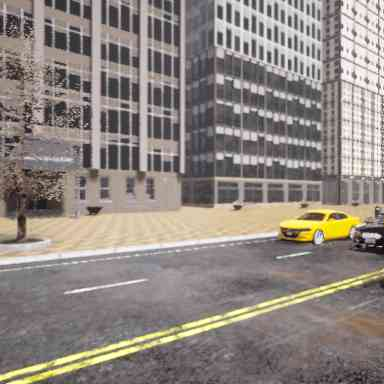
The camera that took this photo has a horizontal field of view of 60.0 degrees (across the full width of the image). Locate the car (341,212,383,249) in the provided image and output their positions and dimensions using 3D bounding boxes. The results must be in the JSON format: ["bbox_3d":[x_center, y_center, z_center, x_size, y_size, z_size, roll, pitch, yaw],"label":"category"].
[{"bbox_3d":[8.798,1.639,14.240,4.902,1.511,2.128,1,0,-37],"label":"car"}]

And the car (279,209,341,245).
[{"bbox_3d":[6.373,1.626,16.483,5.008,1.535,1.882,1,0,-37],"label":"car"}]
